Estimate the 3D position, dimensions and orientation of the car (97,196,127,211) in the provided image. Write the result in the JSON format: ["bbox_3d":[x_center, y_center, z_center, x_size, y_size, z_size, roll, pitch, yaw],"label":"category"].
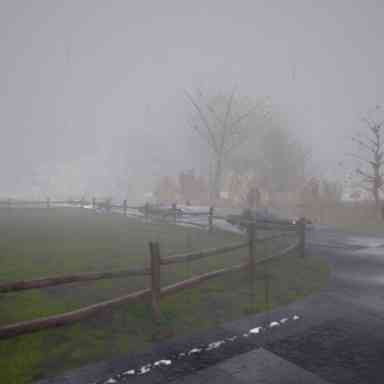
[{"bbox_3d":[-8.658,1.243,35.788,2.128,1.511,4.902,-1,1,-35],"label":"car"}]

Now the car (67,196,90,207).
[{"bbox_3d":[-15.703,1.203,45.793,2.033,1.411,5.357,-1,1,-35],"label":"car"}]

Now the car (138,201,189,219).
[{"bbox_3d":[-2.539,1.433,27.160,1.895,1.301,4.718,-1,1,-35],"label":"car"}]

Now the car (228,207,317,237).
[{"bbox_3d":[4.142,1.519,17.749,1.895,1.301,4.718,-1,1,-36],"label":"car"}]

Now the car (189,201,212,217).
[{"bbox_3d":[-0.357,1.404,29.220,1.895,1.301,4.718,-1,1,-36],"label":"car"}]
